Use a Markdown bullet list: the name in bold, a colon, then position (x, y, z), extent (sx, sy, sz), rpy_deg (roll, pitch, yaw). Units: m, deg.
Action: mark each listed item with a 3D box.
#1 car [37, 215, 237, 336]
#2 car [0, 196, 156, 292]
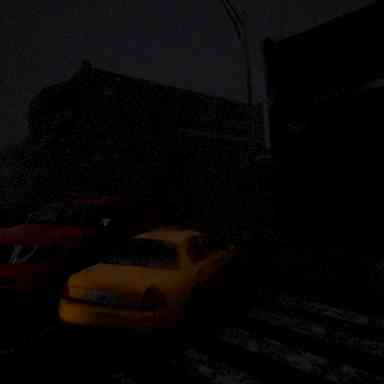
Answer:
- **car**: position (-0.334, 1.423, 6.921), extent (1.946, 1.575, 5.366), rpy_deg (1, 0, 20)
- **car**: position (-2.728, 1.135, 8.652), extent (2.435, 2.045, 5.566), rpy_deg (1, 0, 19)
